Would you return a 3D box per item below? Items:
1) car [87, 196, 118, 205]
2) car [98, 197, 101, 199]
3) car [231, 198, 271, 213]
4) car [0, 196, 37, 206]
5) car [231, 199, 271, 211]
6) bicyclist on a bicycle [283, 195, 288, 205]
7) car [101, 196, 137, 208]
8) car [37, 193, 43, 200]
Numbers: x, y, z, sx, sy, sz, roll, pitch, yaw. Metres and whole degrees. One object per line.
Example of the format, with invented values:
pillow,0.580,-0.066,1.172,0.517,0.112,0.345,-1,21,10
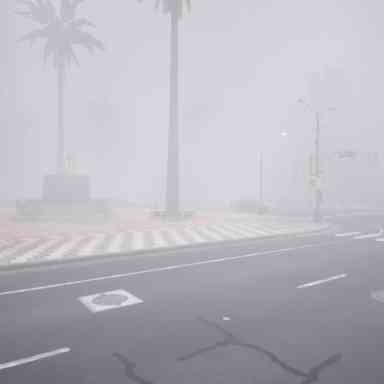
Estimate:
car,-15.835,1.490,59.127,4.902,1.511,2.128,0,0,2
car,-12.500,1.506,51.748,4.892,1.490,1.837,-1,0,7
car,6.496,1.502,37.225,1.837,1.490,4.892,0,0,-41
car,-28.646,1.504,54.335,4.892,1.490,1.837,0,0,-14
car,7.316,1.599,41.660,1.895,1.301,4.718,0,0,-43
bicyclist on a bicycle,15.278,1.298,54.491,0.582,1.620,1.656,0,0,42
car,-10.198,1.525,47.823,4.674,1.442,1.812,0,0,11
car,-26.043,1.221,58.561,5.566,2.045,2.150,0,0,-10
